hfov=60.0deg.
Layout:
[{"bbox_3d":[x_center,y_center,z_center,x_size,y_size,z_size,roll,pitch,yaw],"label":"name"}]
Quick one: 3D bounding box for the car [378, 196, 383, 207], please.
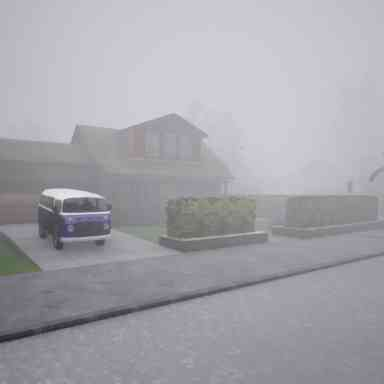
[{"bbox_3d":[24.632,0.986,41.423,3.866,1.878,1.905,0,0,-1],"label":"car"}]
